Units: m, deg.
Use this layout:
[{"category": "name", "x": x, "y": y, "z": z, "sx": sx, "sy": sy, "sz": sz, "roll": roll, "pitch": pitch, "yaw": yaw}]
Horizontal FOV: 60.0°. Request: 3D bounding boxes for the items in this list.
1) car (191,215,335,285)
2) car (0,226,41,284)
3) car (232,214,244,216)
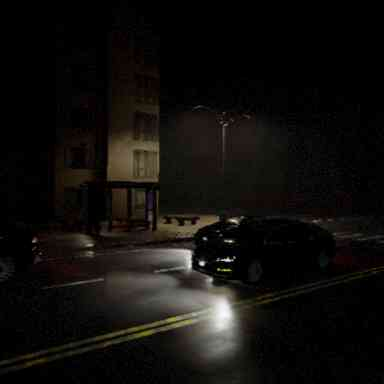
[{"category": "car", "x": 2.239, "y": 1.572, "z": 9.791, "sx": 4.892, "sy": 1.490, "sz": 1.837, "roll": 0, "pitch": 0, "yaw": -35}, {"category": "car", "x": -6.334, "y": 1.487, "z": 8.049, "sx": 4.902, "sy": 1.511, "sz": 2.128, "roll": 1, "pitch": 0, "yaw": -35}, {"category": "car", "x": 2.133, "y": 1.654, "z": 13.984, "sx": 4.181, "sy": 1.385, "sz": 1.994, "roll": 1, "pitch": 0, "yaw": -35}]
